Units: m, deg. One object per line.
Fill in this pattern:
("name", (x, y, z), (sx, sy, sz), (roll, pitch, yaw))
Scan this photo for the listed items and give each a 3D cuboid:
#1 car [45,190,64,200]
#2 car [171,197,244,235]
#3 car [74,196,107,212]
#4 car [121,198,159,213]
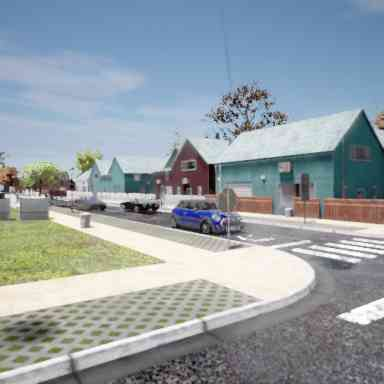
("car", (-19.283, 0.551, 46.385), (1.837, 1.490, 4.892), (-1, 1, -35))
("car", (0.738, 1.203, 18.110), (2.097, 1.767, 4.553), (-1, 1, -35))
("car", (-10.404, 1.161, 33.781), (2.033, 1.411, 5.357), (-1, 1, -35))
("car", (-5.007, 1.235, 31.291), (1.895, 1.301, 4.718), (-1, 1, -36))
